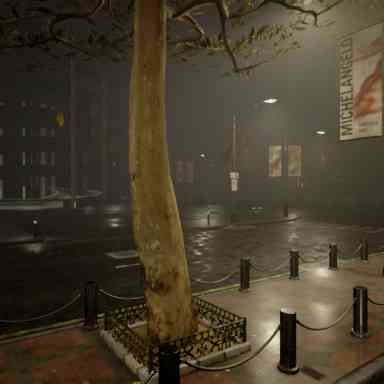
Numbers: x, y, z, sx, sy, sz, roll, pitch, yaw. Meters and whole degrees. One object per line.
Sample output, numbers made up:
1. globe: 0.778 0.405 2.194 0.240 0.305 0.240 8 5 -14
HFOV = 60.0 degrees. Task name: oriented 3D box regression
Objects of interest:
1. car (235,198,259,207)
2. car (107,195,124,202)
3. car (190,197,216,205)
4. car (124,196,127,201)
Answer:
1. car: 8.013 1.564 49.576 1.994 1.385 4.181 0 0 -36
2. car: -19.027 1.474 77.398 4.674 1.442 1.812 0 0 12
3. car: 1.861 1.547 58.039 2.033 1.411 5.357 0 0 -38
4. car: -18.068 1.464 80.764 4.674 1.442 1.812 0 0 12
